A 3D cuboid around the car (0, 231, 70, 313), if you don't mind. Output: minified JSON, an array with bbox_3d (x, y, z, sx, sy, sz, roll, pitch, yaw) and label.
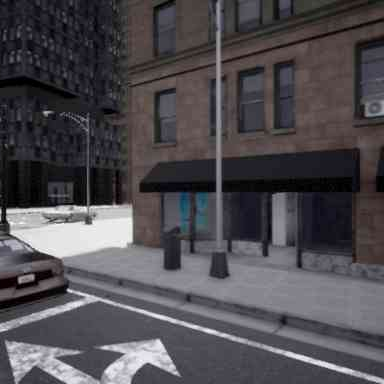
[{"bbox_3d":[-4.892,1.533,7.172,5.357,1.411,2.033,0,0,35],"label":"car"}]

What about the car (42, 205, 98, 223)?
[{"bbox_3d":[-9.754,1.732,27.153,1.895,1.301,4.718,0,-1,20],"label":"car"}]
